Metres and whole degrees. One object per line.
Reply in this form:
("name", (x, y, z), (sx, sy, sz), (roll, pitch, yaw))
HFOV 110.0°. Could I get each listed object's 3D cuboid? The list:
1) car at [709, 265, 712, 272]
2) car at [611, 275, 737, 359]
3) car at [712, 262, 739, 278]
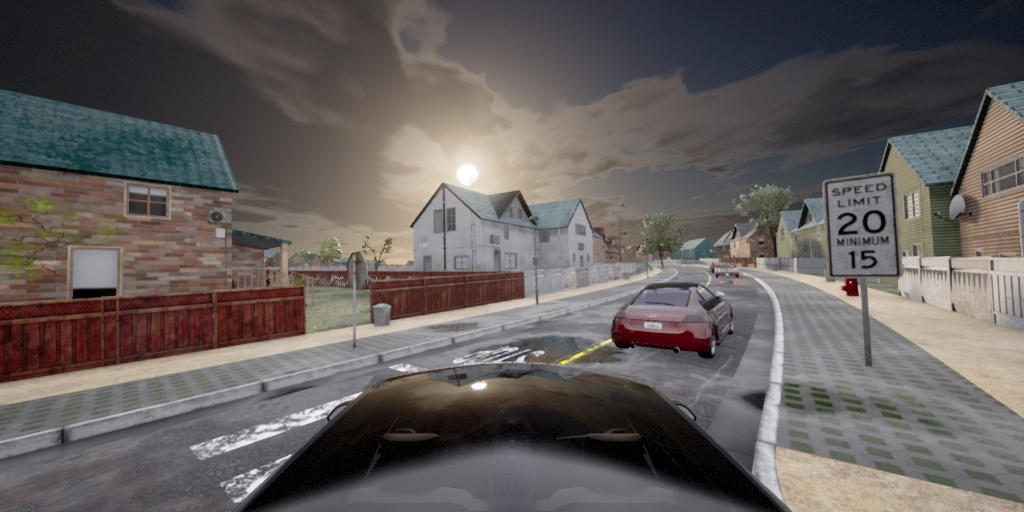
("car", (25.146, 1.407, 43.512), (1.895, 1.301, 4.718), (-2, -1, 25))
("car", (3.950, 1.318, 8.567), (1.994, 1.385, 4.181), (-3, -2, 37))
("car", (20.476, 1.375, 34.271), (1.895, 1.301, 4.718), (-3, -1, 29))
